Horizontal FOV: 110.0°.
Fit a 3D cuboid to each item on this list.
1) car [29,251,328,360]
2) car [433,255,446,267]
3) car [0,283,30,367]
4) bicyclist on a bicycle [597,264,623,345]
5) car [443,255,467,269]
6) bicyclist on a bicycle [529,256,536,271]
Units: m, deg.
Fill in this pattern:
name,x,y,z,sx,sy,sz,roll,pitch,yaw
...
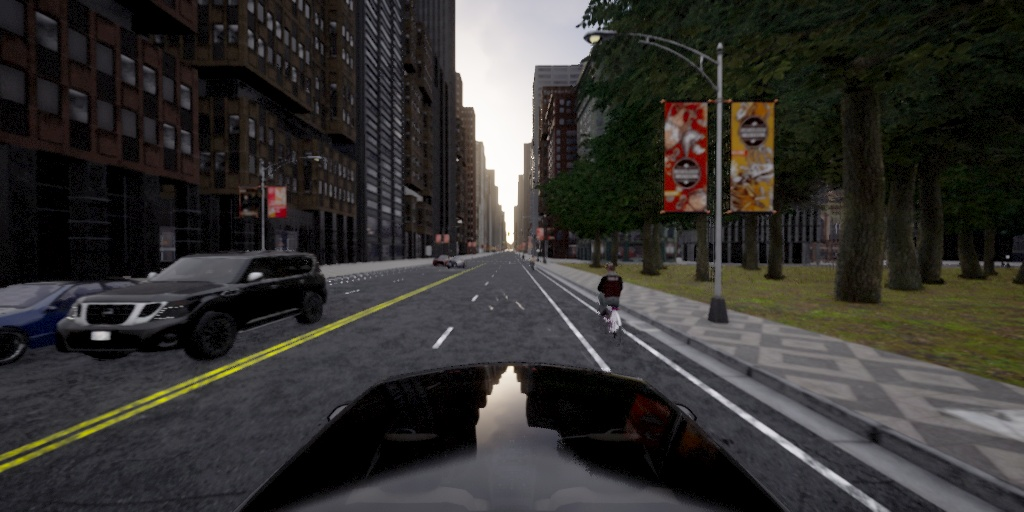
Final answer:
name,x,y,z,sx,sy,sz,roll,pitch,yaw
car,-6.602,0.900,8.516,2.150,2.045,5.566,0,1,0
car,-9.833,0.615,50.938,2.097,1.767,4.553,0,1,0
car,-9.852,1.232,7.963,2.033,1.411,5.357,0,1,0
bicyclist on a bicycle,2.249,1.051,8.369,0.659,1.776,1.843,0,1,0
car,-6.602,0.896,43.201,1.994,1.385,4.181,0,0,0
bicyclist on a bicycle,2.243,0.802,39.444,0.866,1.612,1.509,0,1,0
